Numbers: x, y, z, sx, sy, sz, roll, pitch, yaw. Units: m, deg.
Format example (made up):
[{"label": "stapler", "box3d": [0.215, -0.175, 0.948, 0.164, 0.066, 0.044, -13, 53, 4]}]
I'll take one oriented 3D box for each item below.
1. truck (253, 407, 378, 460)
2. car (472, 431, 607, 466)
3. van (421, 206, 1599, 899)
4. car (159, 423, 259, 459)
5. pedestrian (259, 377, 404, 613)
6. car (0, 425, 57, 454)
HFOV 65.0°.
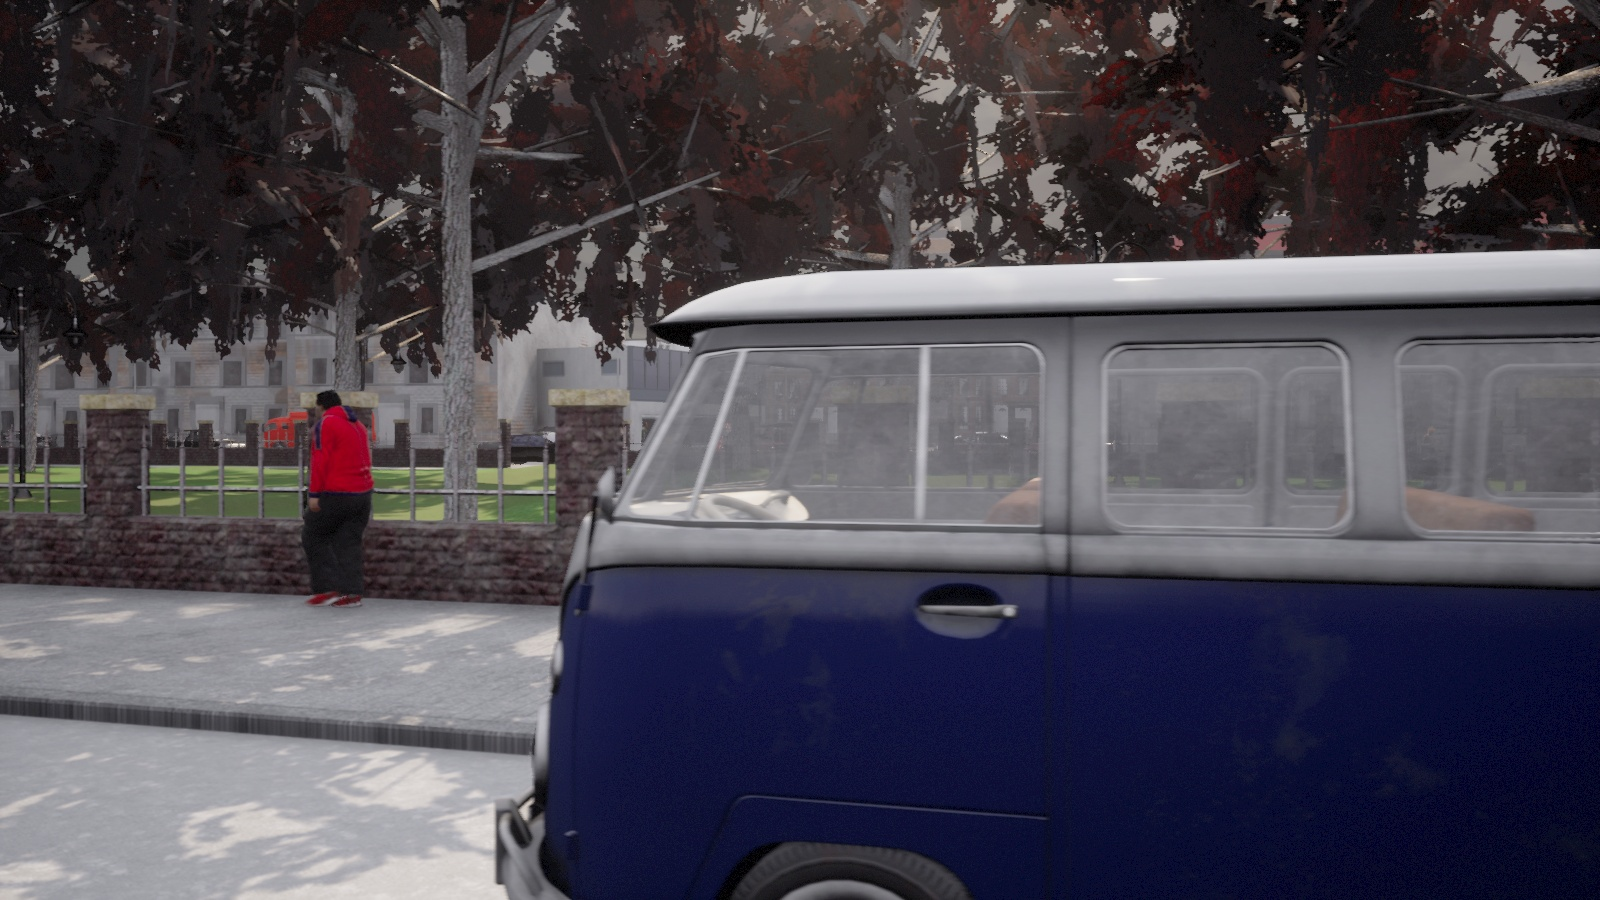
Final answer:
[{"label": "truck", "box3d": [-23.744, -0.827, 61.645, 5.204, 2.467, 2.627, 1, 1, 16]}, {"label": "car", "box3d": [-11.163, -0.089, 53.897, 5.357, 1.411, 2.033, 1, 1, 16]}, {"label": "van", "box3d": [1.499, 0.533, 3.210, 4.442, 1.987, 1.775, 1, 1, 14]}, {"label": "car", "box3d": [-27.544, -0.413, 58.576, 3.988, 1.617, 1.851, 1, 1, 16]}, {"label": "pedestrian", "box3d": [-3.804, 0.342, 10.225, 0.899, 1.844, 0.634, 1, 1, 17]}, {"label": "car", "box3d": [-42.252, -0.591, 66.931, 4.514, 1.525, 2.007, 1, 1, 16]}]
